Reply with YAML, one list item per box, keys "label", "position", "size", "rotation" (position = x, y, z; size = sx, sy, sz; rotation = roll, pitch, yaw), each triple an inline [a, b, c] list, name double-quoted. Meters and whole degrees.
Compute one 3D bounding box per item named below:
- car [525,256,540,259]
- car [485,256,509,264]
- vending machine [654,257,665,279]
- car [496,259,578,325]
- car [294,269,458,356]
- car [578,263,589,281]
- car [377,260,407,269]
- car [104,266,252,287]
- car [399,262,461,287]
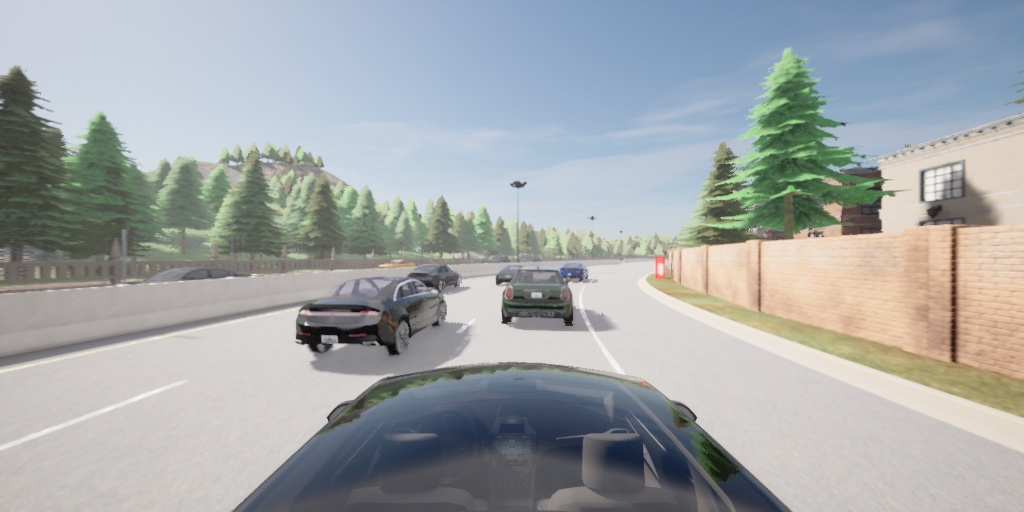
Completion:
- label: "car"
  position: [3.262, 1.052, 60.798]
  size: [2.150, 2.045, 5.566]
  rotation: [0, 0, 25]
- label: "car"
  position: [-2.190, 1.040, 57.389]
  size: [2.150, 2.045, 5.566]
  rotation: [0, 0, 25]
- label: "vending machine"
  position: [12.849, 1.049, 31.116]
  size: [1.100, 2.100, 0.880]
  rotation: [0, 0, 22]
- label: "car"
  position: [0.935, 1.121, 12.140]
  size: [2.097, 1.767, 4.553]
  rotation: [0, 0, 7]
- label: "car"
  position: [-2.972, 1.236, 8.634]
  size: [2.128, 1.511, 4.902]
  rotation: [0, 0, 4]
- label: "car"
  position: [5.346, 1.293, 30.615]
  size: [1.882, 1.535, 5.008]
  rotation: [0, 0, 19]
- label: "car"
  position: [-13.300, 1.214, 41.168]
  size: [1.882, 1.535, 5.008]
  rotation: [0, 0, 22]
- label: "car"
  position: [-13.069, 1.179, 14.394]
  size: [1.882, 1.535, 5.008]
  rotation: [0, 0, 8]
- label: "car"
  position: [-4.541, 1.259, 21.452]
  size: [1.837, 1.490, 4.892]
  rotation: [0, 0, 12]
